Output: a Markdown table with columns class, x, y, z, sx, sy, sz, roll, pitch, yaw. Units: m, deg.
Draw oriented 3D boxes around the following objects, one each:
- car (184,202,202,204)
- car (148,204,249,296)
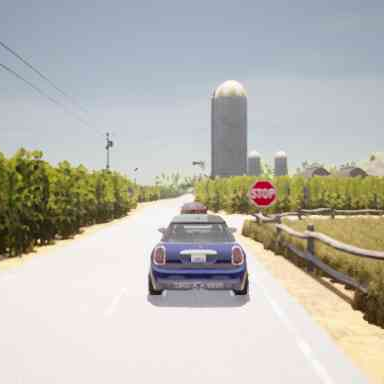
| class | x | y | z | sx | sy | sz | roll | pitch | yaw |
| --- | --- | --- | --- | --- | --- | --- | --- | --- | --- |
| car | 0.068 | 1.472 | 24.795 | 1.882 | 1.535 | 5.008 | 0 | 0 | -1 |
| car | 0.144 | 1.350 | 8.785 | 2.097 | 1.767 | 4.553 | 0 | 0 | 0 |
